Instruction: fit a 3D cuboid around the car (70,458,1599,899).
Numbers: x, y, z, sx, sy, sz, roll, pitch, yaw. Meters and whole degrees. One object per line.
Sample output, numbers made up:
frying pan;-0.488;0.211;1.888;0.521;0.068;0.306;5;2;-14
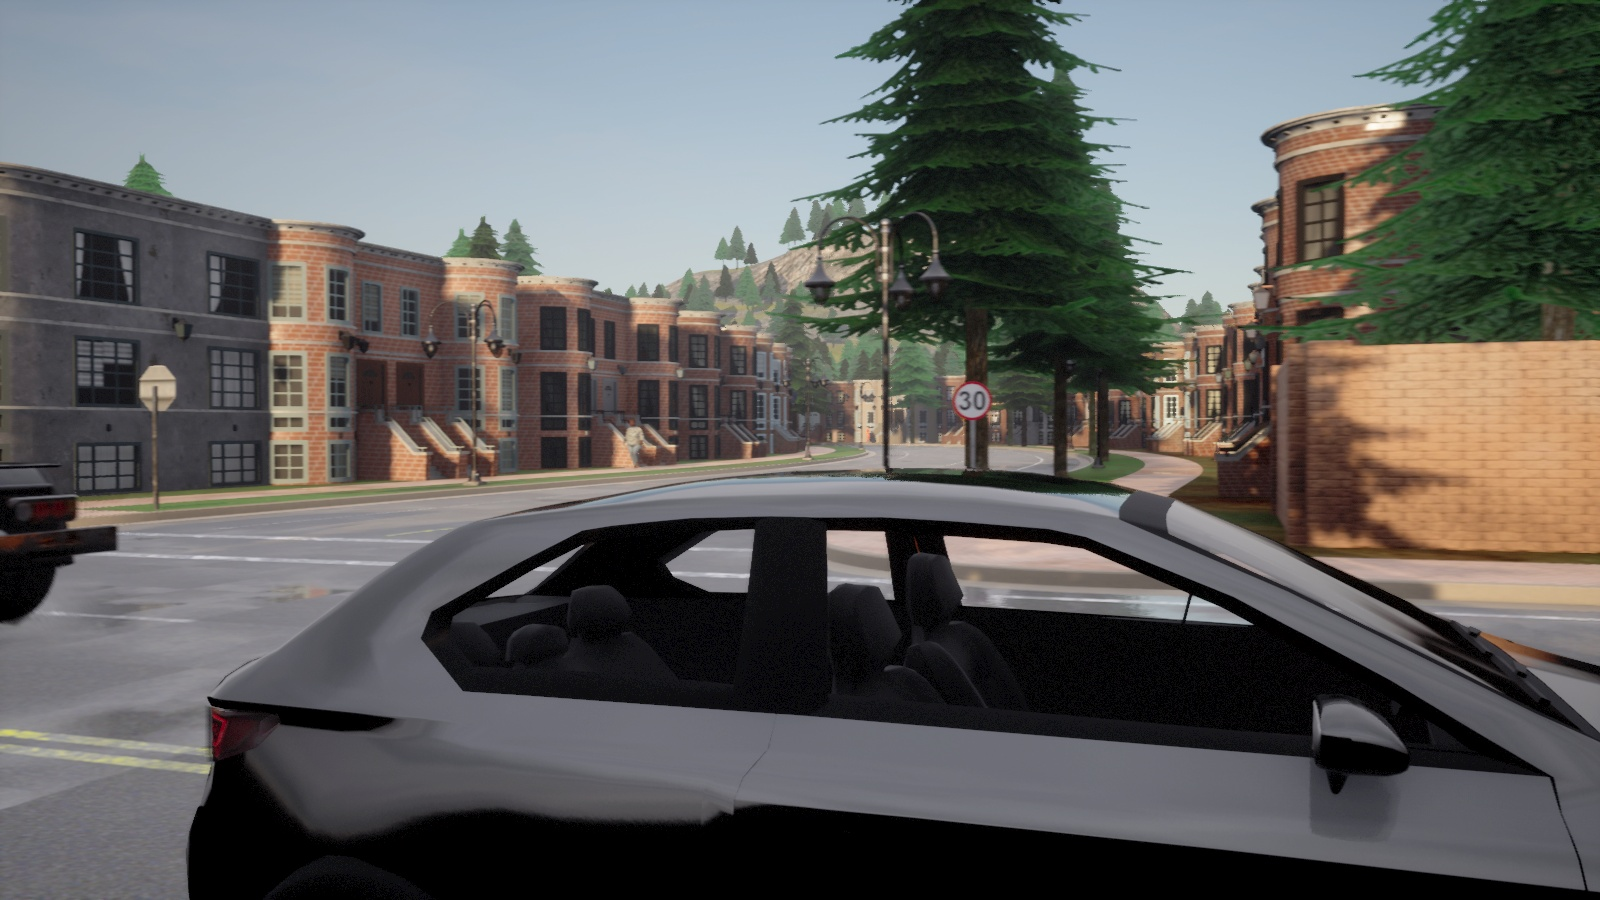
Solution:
car;0.665;0.795;2.970;4.193;1.474;1.816;1;1;19

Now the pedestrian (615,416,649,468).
pedestrian;-6.043;-0.295;45.185;0.874;1.855;0.900;1;1;20

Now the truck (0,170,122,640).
truck;-9.772;-0.355;10.159;7.936;3.462;2.891;1;1;19
